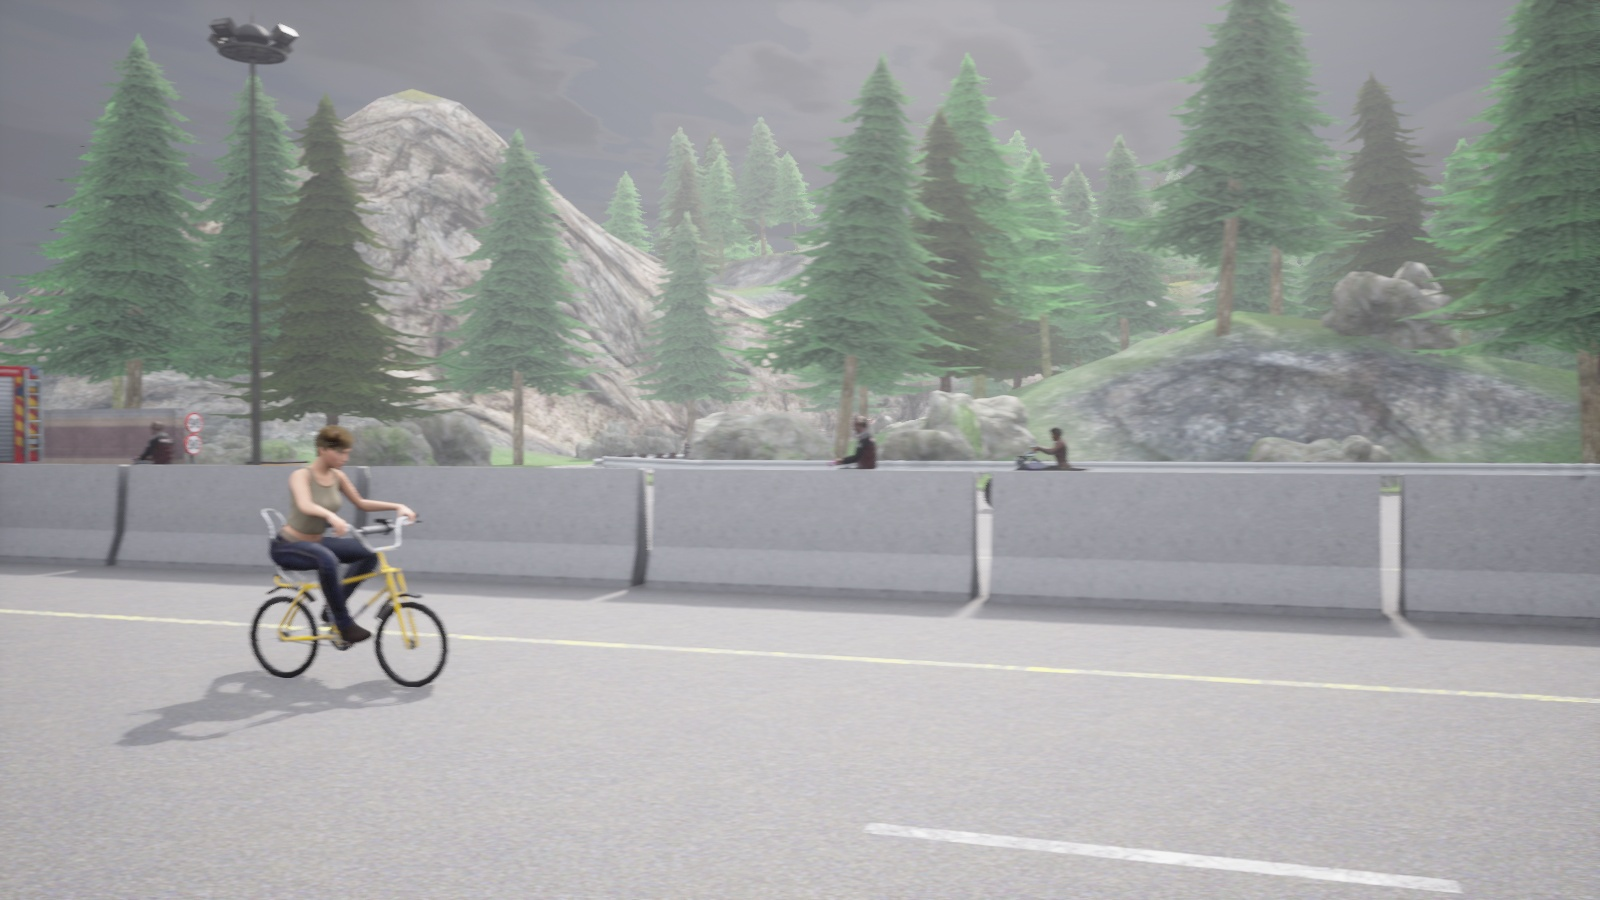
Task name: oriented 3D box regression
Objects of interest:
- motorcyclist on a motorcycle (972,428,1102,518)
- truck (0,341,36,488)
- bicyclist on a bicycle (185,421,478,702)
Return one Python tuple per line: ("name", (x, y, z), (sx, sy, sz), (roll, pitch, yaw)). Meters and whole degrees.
("motorcyclist on a motorcycle", (4.499, 0.414, 23.832), (2.350, 1.649, 0.766), (0, 1, 19))
("truck", (-24.951, -0.958, 33.630), (8.468, 3.827, 2.891), (1, 1, 18))
("bicyclist on a bicycle", (-2.912, 0.628, 7.864), (1.509, 1.612, 0.866), (1, 1, 19))
